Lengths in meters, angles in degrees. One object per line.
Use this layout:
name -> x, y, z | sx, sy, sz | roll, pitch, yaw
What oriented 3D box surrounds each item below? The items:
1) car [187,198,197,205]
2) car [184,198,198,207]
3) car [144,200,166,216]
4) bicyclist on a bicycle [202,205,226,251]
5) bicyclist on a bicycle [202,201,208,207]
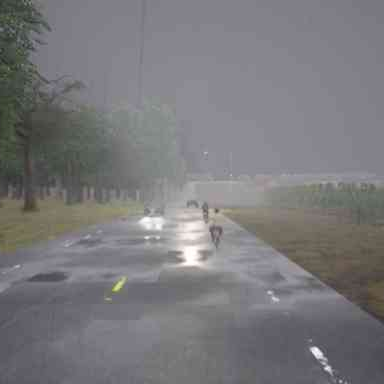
car -> -0.034, 2.074, 73.850 | 2.128, 1.511, 4.902 | 0, -1, 0
car -> 0.071, 1.802, 56.160 | 1.837, 1.490, 4.892 | 0, -1, 0
car -> -3.609, 1.565, 32.927 | 2.128, 1.511, 4.902 | 0, 0, 0
bicyclist on a bicycle -> 0.965, 1.444, 13.195 | 0.866, 1.612, 1.509 | 0, -1, 0
bicyclist on a bicycle -> 0.955, 1.484, 23.420 | 0.582, 1.620, 1.656 | 0, 0, 0
